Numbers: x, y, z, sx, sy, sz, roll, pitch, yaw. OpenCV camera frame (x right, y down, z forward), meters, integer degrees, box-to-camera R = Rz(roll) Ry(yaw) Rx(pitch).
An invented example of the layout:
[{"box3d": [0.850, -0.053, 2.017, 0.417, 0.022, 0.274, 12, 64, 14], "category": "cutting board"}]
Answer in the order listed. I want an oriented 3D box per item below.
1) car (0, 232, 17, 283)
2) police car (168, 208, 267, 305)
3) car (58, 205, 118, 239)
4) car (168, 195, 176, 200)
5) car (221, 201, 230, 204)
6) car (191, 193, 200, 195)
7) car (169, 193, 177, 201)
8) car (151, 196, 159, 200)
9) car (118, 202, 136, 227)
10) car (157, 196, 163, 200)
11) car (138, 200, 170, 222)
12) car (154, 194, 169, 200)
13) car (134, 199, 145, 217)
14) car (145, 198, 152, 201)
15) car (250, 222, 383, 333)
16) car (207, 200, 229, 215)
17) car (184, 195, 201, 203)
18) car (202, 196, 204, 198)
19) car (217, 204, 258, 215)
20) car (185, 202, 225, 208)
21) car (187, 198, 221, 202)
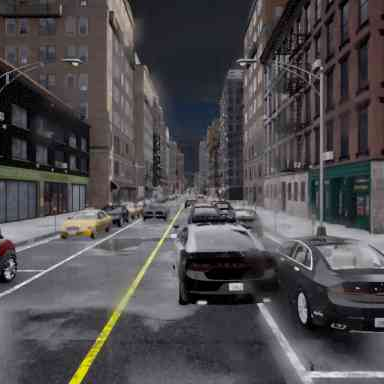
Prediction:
[{"box3d": [-5.396, 1.440, 6.728, 1.967, 1.590, 4.097, 0, 0, 0], "category": "car"}, {"box3d": [0.512, 1.424, 8.289, 1.930, 1.638, 5.238, 0, 0, -6], "category": "police car"}, {"box3d": [-5.411, 1.524, 17.384, 1.752, 1.417, 4.829, 0, 0, 0], "category": "car"}, {"box3d": [-5.520, 1.477, 92.644, 1.752, 1.417, 4.829, 0, 0, 0], "category": "car"}, {"box3d": [2.598, 1.563, 28.381, 1.947, 1.339, 4.313, 0, 0, 0], "category": "car"}, {"box3d": [-0.084, 1.457, 58.800, 1.882, 1.535, 5.008, 0, 0, 0], "category": "car"}, {"box3d": [-5.504, 1.513, 81.906, 2.008, 1.369, 4.403, 0, 0, 0], "category": "car"}, {"box3d": [-5.443, 1.544, 39.205, 2.008, 1.369, 4.403, 0, 0, 0], "category": "car"}, {"box3d": [-5.419, 1.564, 22.966, 1.947, 1.339, 4.313, 0, 0, 0], "category": "car"}, {"box3d": [-5.450, 1.541, 44.618, 2.008, 1.369, 4.403, 0, 0, 0], "category": "car"}, {"box3d": [-2.784, 1.598, 26.555, 1.895, 1.301, 4.718, 0, 0, 0], "category": "car"}, {"box3d": [-5.466, 1.297, 55.443, 2.192, 1.841, 5.009, 0, 0, 0], "category": "car"}, {"box3d": [-5.427, 1.523, 28.209, 1.752, 1.417, 4.829, 0, 0, 0], "category": "car"}, {"box3d": [-5.435, 1.578, 33.792, 1.802, 1.307, 4.206, 0, 0, 0], "category": "car"}, {"box3d": [2.629, 1.550, 6.731, 2.008, 1.369, 4.403, 0, 0, 0], "category": "car"}, {"box3d": [2.590, 1.562, 33.794, 1.947, 1.339, 4.313, 0, 0, 0], "category": "car"}, {"box3d": [-0.045, 1.494, 45.736, 1.837, 1.490, 4.892, 0, 0, 1], "category": "car"}, {"box3d": [2.574, 1.515, 44.790, 1.752, 1.417, 4.829, 0, 0, 0], "category": "car"}, {"box3d": [2.614, 1.549, 17.556, 2.008, 1.369, 4.403, 0, 0, 0], "category": "car"}, {"box3d": [0.691, 1.503, 18.258, 1.837, 1.490, 4.892, 0, 0, 0], "category": "car"}, {"box3d": [0.792, 1.476, 24.257, 1.882, 1.535, 5.008, 0, 0, 0], "category": "car"}]
